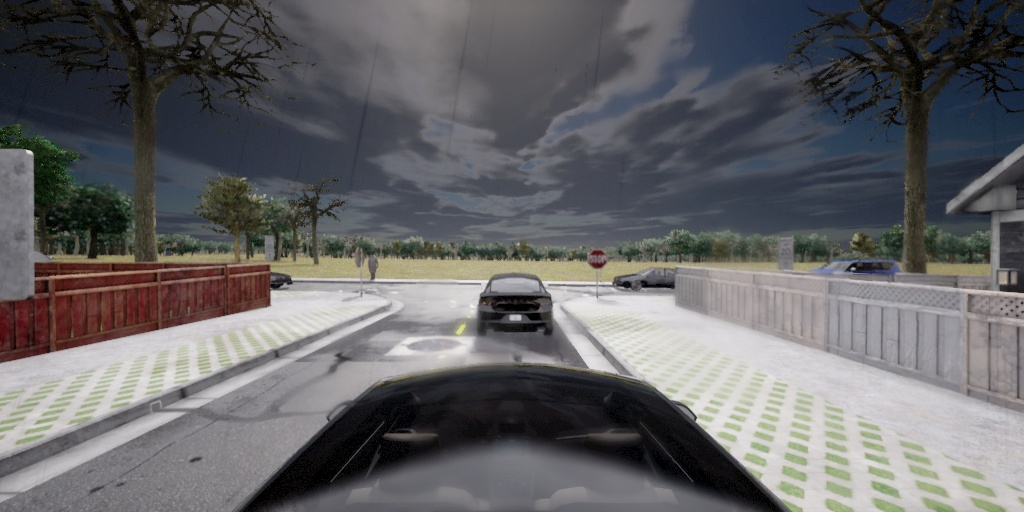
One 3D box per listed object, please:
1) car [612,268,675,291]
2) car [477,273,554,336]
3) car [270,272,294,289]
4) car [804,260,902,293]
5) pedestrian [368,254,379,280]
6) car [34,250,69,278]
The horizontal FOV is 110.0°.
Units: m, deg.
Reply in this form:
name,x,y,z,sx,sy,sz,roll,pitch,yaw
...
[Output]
name,x,y,z,sx,sy,sz,roll,pitch,yaw
car,9.113,1.430,22.413,5.357,1.411,2.033,1,0,-1
car,0.080,1.224,10.463,1.882,1.535,5.008,0,0,0
car,-14.844,1.096,19.242,5.357,1.411,2.033,1,0,-1
car,21.183,1.271,22.531,5.566,2.045,2.150,0,0,-1
pedestrian,-9.750,0.742,25.152,0.375,1.860,0.375,0,-1,-1
car,-26.838,0.584,19.137,5.566,2.045,2.150,1,0,0
